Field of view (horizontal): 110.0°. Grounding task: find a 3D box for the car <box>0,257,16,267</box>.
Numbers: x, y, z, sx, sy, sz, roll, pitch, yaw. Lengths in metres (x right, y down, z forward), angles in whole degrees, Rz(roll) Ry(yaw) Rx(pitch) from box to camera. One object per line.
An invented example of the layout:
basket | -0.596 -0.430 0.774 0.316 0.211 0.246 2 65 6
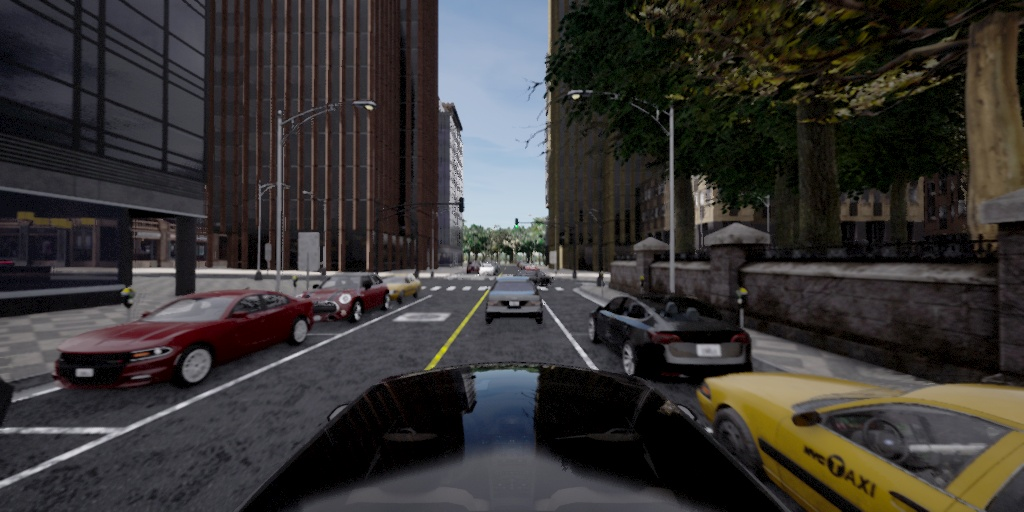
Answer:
car | -48.275 0.711 32.492 4.902 1.511 2.128 1 -1 0

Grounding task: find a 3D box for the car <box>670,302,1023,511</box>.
car | 2.764 1.274 1.808 1.751 1.417 4.829 0 0 0

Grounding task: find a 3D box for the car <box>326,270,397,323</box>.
car | -5.779 1.319 12.535 1.967 1.591 4.097 0 0 0

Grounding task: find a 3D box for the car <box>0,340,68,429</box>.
car | -5.761 1.299 1.622 2.007 1.370 4.403 0 0 0

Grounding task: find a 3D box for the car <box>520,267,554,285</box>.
car | 1.454 1.659 25.367 1.895 1.301 4.718 -1 -2 23

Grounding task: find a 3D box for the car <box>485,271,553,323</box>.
car | 0.069 1.429 12.692 2.033 1.411 5.357 0 -1 0

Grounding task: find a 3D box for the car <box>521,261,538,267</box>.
car | 2.687 1.776 49.973 1.967 1.591 4.097 0 0 0

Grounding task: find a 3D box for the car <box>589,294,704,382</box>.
car | 2.755 1.380 7.094 1.948 1.339 4.313 0 0 0

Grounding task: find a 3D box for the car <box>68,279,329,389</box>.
car | -5.770 1.359 7.079 1.888 1.381 4.507 0 0 0

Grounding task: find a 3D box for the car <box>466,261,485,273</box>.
car | -5.847 1.718 55.396 2.192 1.841 5.009 0 0 0

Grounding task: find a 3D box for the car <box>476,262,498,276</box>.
car | -3.164 1.815 46.232 1.812 1.442 4.674 0 -1 0

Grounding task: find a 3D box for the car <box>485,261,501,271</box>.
car | -3.174 1.768 56.447 2.097 1.767 4.553 0 -1 0

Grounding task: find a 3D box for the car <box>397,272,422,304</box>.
car | -5.787 1.471 17.822 1.751 1.417 4.829 0 0 0
